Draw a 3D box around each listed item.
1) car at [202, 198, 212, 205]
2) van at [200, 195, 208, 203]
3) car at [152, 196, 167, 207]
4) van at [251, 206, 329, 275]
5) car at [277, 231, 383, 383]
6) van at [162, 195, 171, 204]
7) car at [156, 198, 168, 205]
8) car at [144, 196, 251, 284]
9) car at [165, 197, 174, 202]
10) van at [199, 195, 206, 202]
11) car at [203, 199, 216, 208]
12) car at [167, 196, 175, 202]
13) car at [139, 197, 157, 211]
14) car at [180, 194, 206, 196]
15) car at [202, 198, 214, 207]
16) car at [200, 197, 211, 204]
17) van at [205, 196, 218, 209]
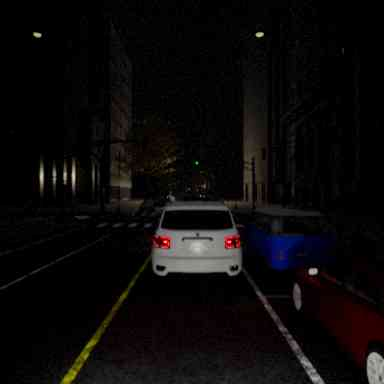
[{"bbox_3d":[2.829,1.864,64.485,1.802,1.307,4.206,0,0,0],"label":"car"},{"bbox_3d":[2.846,1.706,80.725,1.690,1.788,3.998,0,0,0],"label":"van"},{"bbox_3d":[-5.701,1.569,58.726,2.192,1.841,5.009,0,0,0],"label":"car"},{"bbox_3d":[2.790,1.382,10.262,1.690,1.788,3.998,0,0,0],"label":"van"},{"bbox_3d":[2.783,1.563,4.736,1.887,1.381,4.507,0,0,0],"label":"car"},{"bbox_3d":[-5.685,1.674,74.593,1.690,1.788,3.998,0,0,0],"label":"van"},{"bbox_3d":[-5.696,1.830,64.014,2.008,1.369,4.403,0,0,0],"label":"car"},{"bbox_3d":[0.113,1.261,9.830,2.150,2.045,5.566,0,0,0],"label":"car"},{"bbox_3d":[-5.675,1.953,85.169,1.947,1.339,4.313,0,0,0],"label":"car"},{"bbox_3d":[2.857,1.763,91.552,1.690,1.788,3.998,0,0,0],"label":"van"},{"bbox_3d":[2.818,1.796,53.658,1.947,1.339,4.313,0,0,0],"label":"car"},{"bbox_3d":[-5.670,1.940,90.289,1.752,1.417,4.829,0,0,0],"label":"car"},{"bbox_3d":[-5.724,1.704,42.686,1.752,1.417,4.829,0,0,0],"label":"car"},{"bbox_3d":[0.156,1.363,28.469,2.150,2.045,5.566,1,0,0],"label":"car"},{"bbox_3d":[2.824,1.800,59.072,1.887,1.381,4.507,0,0,0],"label":"car"},{"bbox_3d":[2.835,1.860,69.898,2.008,1.369,4.403,0,0,0],"label":"car"},{"bbox_3d":[2.814,1.545,48.247,1.690,1.788,3.998,0,0,0],"label":"van"}]
